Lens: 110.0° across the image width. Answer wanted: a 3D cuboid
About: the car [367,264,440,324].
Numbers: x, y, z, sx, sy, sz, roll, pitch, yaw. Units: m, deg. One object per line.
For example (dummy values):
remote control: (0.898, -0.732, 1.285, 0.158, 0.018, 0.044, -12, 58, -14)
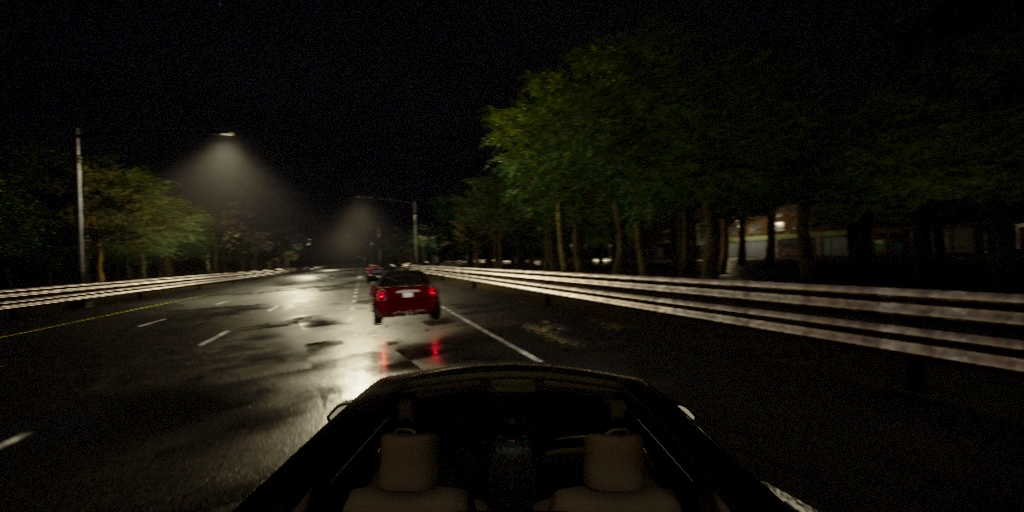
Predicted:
car: (-4.102, 1.288, 13.300, 2.097, 1.767, 4.553, -2, 0, -23)
